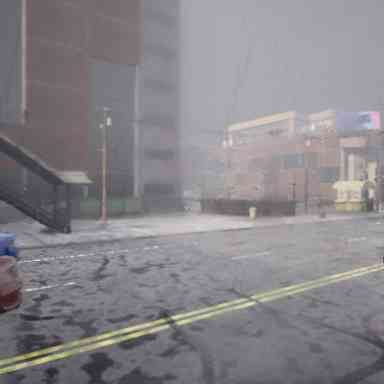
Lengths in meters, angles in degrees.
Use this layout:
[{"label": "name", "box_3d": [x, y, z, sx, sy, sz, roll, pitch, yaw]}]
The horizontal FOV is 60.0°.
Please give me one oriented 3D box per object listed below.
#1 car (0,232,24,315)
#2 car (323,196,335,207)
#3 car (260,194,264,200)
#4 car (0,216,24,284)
[{"label": "car", "box_3d": [-4.997, 1.524, 4.707, 4.674, 1.442, 1.812, 0, 0, -36]}, {"label": "car", "box_3d": [18.939, 1.335, 48.744, 4.553, 1.767, 2.185, 0, 0, -36]}, {"label": "car", "box_3d": [17.820, 1.341, 78.672, 5.566, 2.045, 2.435, 0, 0, -36]}, {"label": "car", "box_3d": [-6.822, 1.476, 7.718, 5.008, 1.535, 1.882, 0, 0, -35]}]
